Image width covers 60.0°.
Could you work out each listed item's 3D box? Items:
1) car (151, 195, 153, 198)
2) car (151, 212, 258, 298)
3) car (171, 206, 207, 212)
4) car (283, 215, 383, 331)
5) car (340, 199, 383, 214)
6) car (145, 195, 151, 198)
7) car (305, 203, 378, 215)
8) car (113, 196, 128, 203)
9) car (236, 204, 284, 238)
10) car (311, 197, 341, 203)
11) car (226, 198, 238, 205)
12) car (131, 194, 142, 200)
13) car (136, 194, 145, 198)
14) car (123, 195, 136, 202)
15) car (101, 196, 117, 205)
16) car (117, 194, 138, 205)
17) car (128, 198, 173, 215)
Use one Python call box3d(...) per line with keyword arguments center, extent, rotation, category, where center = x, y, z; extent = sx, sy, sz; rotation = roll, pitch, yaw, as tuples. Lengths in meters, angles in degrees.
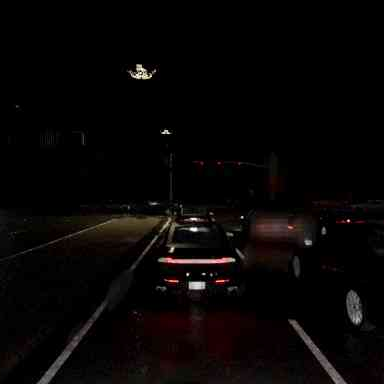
box3d(center=(-11.581, 1.524, 89.723), extent=(2.128, 1.511, 4.902), rotation=(0, 0, 0), category="car")
box3d(center=(0.091, 1.491, 8.495), extent=(2.128, 1.511, 4.902), rotation=(0, 0, 0), category="car")
box3d(center=(0.084, 1.505, 17.916), extent=(1.837, 1.490, 4.892), rotation=(0, 0, 0), category="car")
box3d(center=(3.593, 1.478, 6.890), extent=(1.882, 1.535, 5.008), rotation=(0, 0, 0), category="car")
box3d(center=(17.808, 1.526, 33.263), extent=(4.674, 1.442, 1.812), rotation=(0, 0, 0), category="car")
box3d(center=(-11.580, 1.524, 79.316), extent=(1.812, 1.442, 4.674), rotation=(0, 0, 0), category="car")
box3d(center=(7.084, 1.505, 16.975), extent=(1.837, 1.490, 4.892), rotation=(0, 0, 0), category="car")
box3d(center=(-15.071, 1.540, 70.484), extent=(2.033, 1.411, 5.357), rotation=(0, 0, 0), category="car")
box3d(center=(3.586, 1.547, 16.510), extent=(2.033, 1.411, 5.357), rotation=(0, 0, 0), category="car")
box3d(center=(18.157, 1.477, 43.782), extent=(5.008, 1.535, 1.882), rotation=(0, 0, 1), category="car")
box3d(center=(6.825, 1.601, 57.103), extent=(1.895, 1.301, 4.718), rotation=(0, 0, 2), category="car")
box3d(center=(-15.072, 1.348, 90.753), extent=(2.097, 1.767, 4.553), rotation=(0, 0, 0), category="car")
box3d(center=(-11.569, 1.500, 69.046), extent=(1.837, 1.490, 4.892), rotation=(0, 0, 0), category="car")
box3d(center=(-15.081, 1.525, 80.587), extent=(2.128, 1.511, 4.902), rotation=(0, 0, 0), category="car")
box3d(center=(-15.116, 1.477, 60.706), extent=(1.882, 1.535, 5.008), rotation=(0, 0, 0), category="car")
box3d(center=(-11.656, 1.564, 60.224), extent=(1.994, 1.385, 4.181), rotation=(0, 0, 1), category="car")
box3d(center=(-3.748, 1.564, 32.498), extent=(4.181, 1.385, 1.994), rotation=(0, 0, -3), category="car")
